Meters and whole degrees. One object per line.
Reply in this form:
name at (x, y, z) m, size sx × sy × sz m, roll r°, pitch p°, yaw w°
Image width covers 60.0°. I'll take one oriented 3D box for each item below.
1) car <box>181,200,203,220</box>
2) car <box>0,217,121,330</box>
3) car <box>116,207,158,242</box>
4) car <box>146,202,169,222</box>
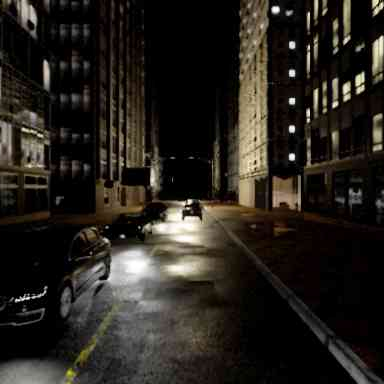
car at (0.017, 1.699, 29.653) m, size 2.033 × 1.411 × 5.357 m, roll 0°, pitch 0°, yaw 1°
car at (-3.093, 1.542, 7.300) m, size 1.837 × 1.490 × 4.892 m, roll 0°, pitch 0°, yaw 0°
car at (-3.088, 1.687, 17.070) m, size 1.895 × 1.301 × 4.718 m, roll 0°, pitch 0°, yaw 0°
car at (-3.041, 1.620, 27.897) m, size 1.882 × 1.535 × 5.008 m, roll 0°, pitch 0°, yaw 0°
